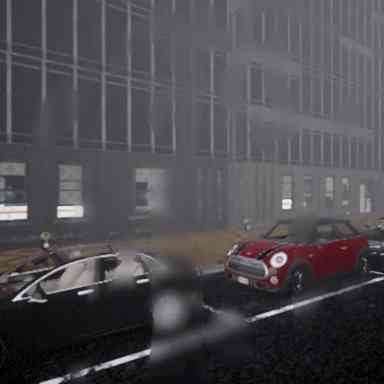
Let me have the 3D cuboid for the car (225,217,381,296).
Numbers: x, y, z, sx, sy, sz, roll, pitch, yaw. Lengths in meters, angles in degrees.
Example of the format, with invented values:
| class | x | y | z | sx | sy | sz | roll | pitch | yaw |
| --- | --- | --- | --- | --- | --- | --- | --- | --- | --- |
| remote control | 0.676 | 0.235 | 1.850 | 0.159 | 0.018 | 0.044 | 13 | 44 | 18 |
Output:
| class | x | y | z | sx | sy | sz | roll | pitch | yaw |
| --- | --- | --- | --- | --- | --- | --- | --- | --- | --- |
| car | 2.763 | 1.429 | 8.530 | 4.097 | 1.590 | 1.967 | 0 | 0 | -35 |

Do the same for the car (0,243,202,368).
| class | x | y | z | sx | sy | sz | roll | pitch | yaw |
| --- | --- | --- | --- | --- | --- | --- | --- | --- | --- |
| car | -1.872 | 1.549 | 5.225 | 4.403 | 1.369 | 2.008 | 0 | 0 | -35 |

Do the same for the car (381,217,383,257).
| class | x | y | z | sx | sy | sz | roll | pitch | yaw |
| --- | --- | --- | --- | --- | --- | --- | --- | --- | --- |
| car | 7.398 | 1.529 | 11.835 | 4.403 | 1.369 | 2.008 | 0 | 0 | -35 |
